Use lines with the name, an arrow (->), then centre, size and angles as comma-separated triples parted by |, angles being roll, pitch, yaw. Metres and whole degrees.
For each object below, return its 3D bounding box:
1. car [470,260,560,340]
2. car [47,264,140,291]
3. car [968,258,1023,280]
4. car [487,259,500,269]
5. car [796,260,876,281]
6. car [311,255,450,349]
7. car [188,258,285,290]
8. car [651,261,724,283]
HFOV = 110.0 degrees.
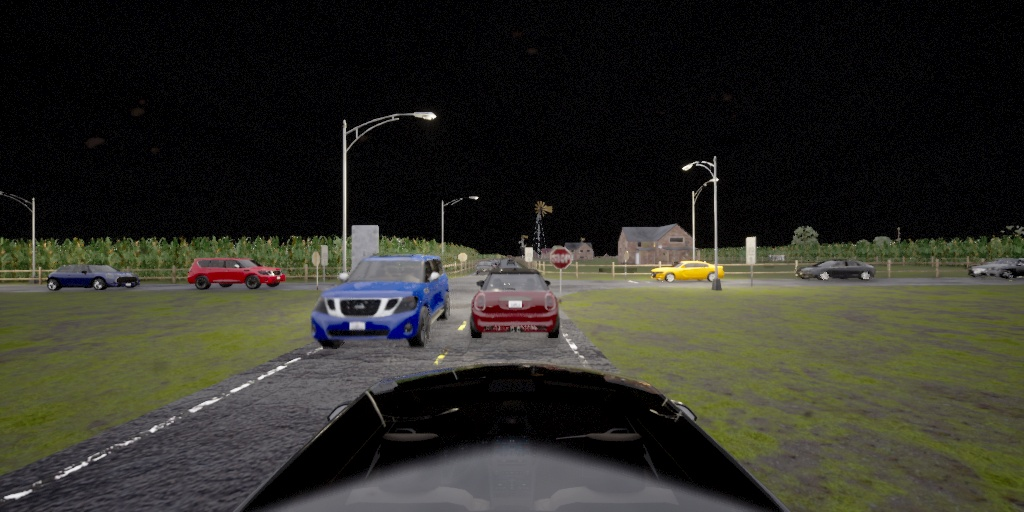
car -> 0.053, 1.105, 10.192 | 2.097, 1.767, 4.553 | 0, 0, -1
car -> -28.005, 1.353, 24.110 | 4.553, 1.767, 2.097 | -1, 0, 1
car -> 36.486, 0.924, 26.160 | 4.902, 1.511, 2.128 | 0, 0, 1
car -> -3.027, 1.319, 59.672 | 1.837, 1.490, 4.892 | 0, 0, 0
car -> 23.697, 1.051, 26.348 | 4.892, 1.490, 1.837 | 0, 0, 1
car -> -3.020, 0.975, 9.570 | 2.150, 2.045, 5.566 | 0, 0, -2
car -> -18.351, 1.134, 23.978 | 5.566, 2.045, 2.150 | -1, 0, 1
car -> 12.869, 1.120, 26.462 | 5.008, 1.535, 1.882 | -1, 0, 0
